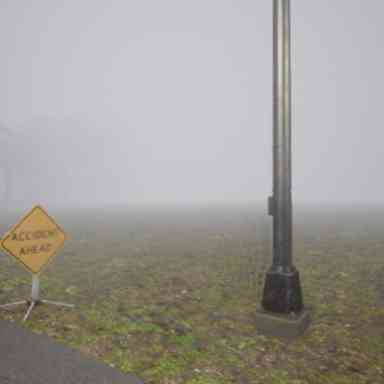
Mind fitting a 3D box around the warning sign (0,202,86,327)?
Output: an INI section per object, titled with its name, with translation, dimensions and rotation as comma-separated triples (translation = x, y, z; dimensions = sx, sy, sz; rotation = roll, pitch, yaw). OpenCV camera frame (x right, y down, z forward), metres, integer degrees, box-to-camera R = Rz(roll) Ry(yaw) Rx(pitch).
[warning sign]
translation = -2.784, 1.134, 5.932
dimensions = 1.060, 1.860, 1.300
rotation = 1, 0, 36
